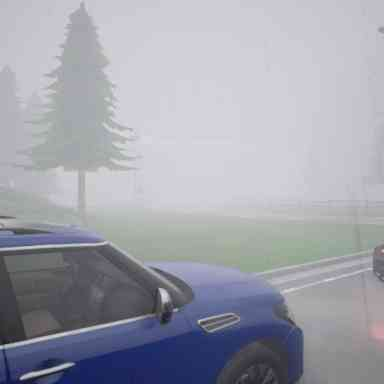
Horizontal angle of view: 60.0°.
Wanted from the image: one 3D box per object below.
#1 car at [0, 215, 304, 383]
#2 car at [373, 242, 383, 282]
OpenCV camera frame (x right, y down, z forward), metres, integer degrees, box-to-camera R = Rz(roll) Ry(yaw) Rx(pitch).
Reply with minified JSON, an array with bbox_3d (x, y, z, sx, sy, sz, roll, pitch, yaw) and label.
[{"bbox_3d":[-1.504,1.222,2.674,5.566,2.045,2.150,0,0,-35],"label":"car"},{"bbox_3d":[6.434,1.505,8.362,4.892,1.490,1.837,0,0,-35],"label":"car"}]
